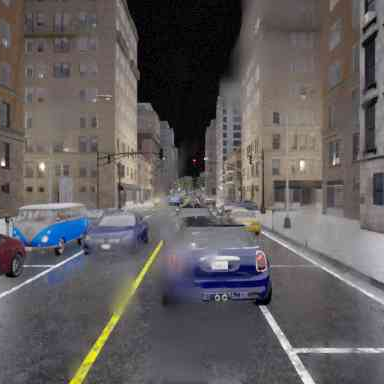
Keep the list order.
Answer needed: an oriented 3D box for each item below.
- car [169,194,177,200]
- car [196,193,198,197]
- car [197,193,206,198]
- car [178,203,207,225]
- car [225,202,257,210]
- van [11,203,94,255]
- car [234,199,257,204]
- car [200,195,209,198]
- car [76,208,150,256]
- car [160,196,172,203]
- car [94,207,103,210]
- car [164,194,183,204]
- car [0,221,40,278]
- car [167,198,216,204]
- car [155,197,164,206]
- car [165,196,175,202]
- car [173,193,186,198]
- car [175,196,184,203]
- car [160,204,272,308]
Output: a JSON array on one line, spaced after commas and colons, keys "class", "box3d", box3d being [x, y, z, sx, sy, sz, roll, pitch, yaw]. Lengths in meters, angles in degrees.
[{"class": "car", "box3d": [-5.232, 1.429, 90.425, 1.967, 1.590, 4.097, 0, 0, 0]}, {"class": "car", "box3d": [2.783, 1.306, 84.734, 2.192, 1.841, 5.009, 0, 0, 0]}, {"class": "car", "box3d": [2.763, 1.434, 73.370, 1.967, 1.590, 4.097, 0, 0, 0]}, {"class": "car", "box3d": [0.061, 1.563, 25.109, 1.994, 1.385, 4.181, 0, 0, 0]}, {"class": "car", "box3d": [2.675, 1.525, 18.531, 1.752, 1.417, 4.829, 0, 0, 0]}, {"class": "van", "box3d": [-5.370, 1.340, 12.968, 1.690, 1.788, 3.998, 0, 0, 0]}, {"class": "car", "box3d": [5.270, 1.529, 37.677, 4.181, 1.385, 1.994, -1, 0, -12]}, {"class": "car", "box3d": [2.724, 1.549, 50.643, 2.008, 1.369, 4.403, 0, 0, 0]}, {"class": "car", "box3d": [-2.788, 1.525, 13.196, 1.812, 1.442, 4.674, 0, 0, 1]}, {"class": "car", "box3d": [-5.272, 1.561, 67.700, 1.947, 1.339, 4.313, 0, 0, 0]}, {"class": "car", "box3d": [-5.359, 1.550, 18.374, 2.008, 1.369, 4.403, 0, 0, 0]}, {"class": "car", "box3d": [-2.756, 1.476, 50.516, 1.882, 1.535, 5.008, 0, 0, 0]}, {"class": "car", "box3d": [-5.381, 1.581, 7.562, 1.802, 1.307, 4.206, 0, 0, 0]}, {"class": "car", "box3d": [0.104, 1.351, 15.447, 2.097, 1.767, 4.553, 0, 0, 0]}, {"class": "car", "box3d": [-5.292, 1.523, 56.167, 1.752, 1.417, 4.829, 0, 0, 0]}, {"class": "car", "box3d": [-5.252, 1.543, 79.062, 2.008, 1.369, 4.403, 0, 0, 0]}, {"class": "car", "box3d": [-2.717, 1.218, 60.504, 2.150, 2.045, 5.566, 0, 0, 1]}, {"class": "car", "box3d": [-2.629, 1.519, 70.610, 1.812, 1.442, 4.674, 0, 0, 0]}, {"class": "car", "box3d": [0.318, 1.352, 8.162, 2.097, 1.767, 4.553, 0, 0, -5]}]
